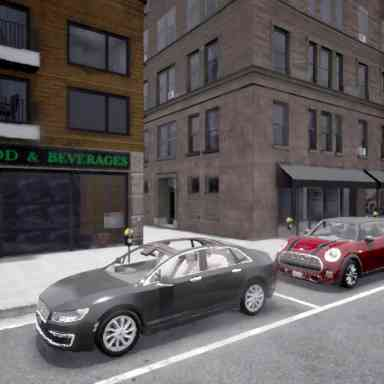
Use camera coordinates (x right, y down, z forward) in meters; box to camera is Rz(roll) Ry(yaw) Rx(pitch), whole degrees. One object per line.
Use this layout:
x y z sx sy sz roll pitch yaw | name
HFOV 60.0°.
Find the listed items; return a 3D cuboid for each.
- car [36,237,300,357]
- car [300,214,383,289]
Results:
-0.357 1.551 5.924 4.403 1.369 2.008 0 0 -35 | car
4.146 1.442 9.115 4.097 1.590 1.967 0 0 -35 | car
